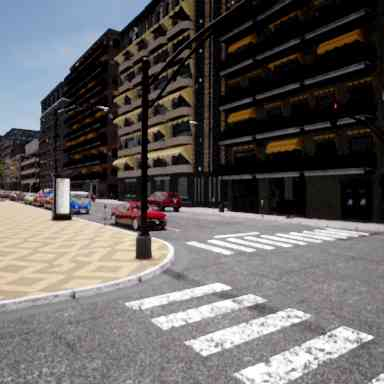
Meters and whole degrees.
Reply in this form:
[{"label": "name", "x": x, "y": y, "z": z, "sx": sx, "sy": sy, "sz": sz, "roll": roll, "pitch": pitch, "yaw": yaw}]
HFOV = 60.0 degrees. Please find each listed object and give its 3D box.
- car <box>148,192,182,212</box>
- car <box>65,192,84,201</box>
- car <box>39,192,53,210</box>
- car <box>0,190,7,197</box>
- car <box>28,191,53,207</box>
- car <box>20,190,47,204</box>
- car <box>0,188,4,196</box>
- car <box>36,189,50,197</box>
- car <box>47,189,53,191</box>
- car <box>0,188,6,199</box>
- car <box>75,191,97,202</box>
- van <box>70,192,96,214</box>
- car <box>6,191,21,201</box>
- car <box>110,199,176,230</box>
[{"label": "car", "x": -2.962, "y": 0.930, "z": 32.702, "sx": 2.192, "sy": 1.841, "sz": 5.009, "roll": 2, "pitch": 0, "yaw": -36}, {"label": "car", "x": -19.654, "y": 0.742, "z": 55.540, "sx": 1.947, "sy": 1.339, "sz": 4.313, "roll": 2, "pitch": 0, "yaw": -36}, {"label": "car", "x": -13.067, "y": 0.994, "z": 32.320, "sx": 1.887, "sy": 1.381, "sz": 4.507, "roll": 2, "pitch": 0, "yaw": -36}, {"label": "car", "x": -39.764, "y": 0.298, "z": 68.860, "sx": 2.008, "sy": 1.369, "sz": 4.403, "roll": 2, "pitch": 0, "yaw": -36}, {"label": "car", "x": -16.404, "y": 0.906, "z": 36.888, "sx": 1.887, "sy": 1.381, "sz": 4.507, "roll": 2, "pitch": 0, "yaw": -36}, {"label": "car", "x": -19.641, "y": 0.802, "z": 41.318, "sx": 1.752, "sy": 1.417, "sz": 4.829, "roll": 2, "pitch": 0, "yaw": -36}, {"label": "car", "x": -43.093, "y": -0.025, "z": 73.428, "sx": 2.192, "sy": 1.841, "sz": 5.009, "roll": 2, "pitch": 0, "yaw": -36}, {"label": "car", "x": -32.999, "y": 0.266, "z": 73.810, "sx": 1.967, "sy": 1.590, "sz": 4.097, "roll": 2, "pitch": 0, "yaw": -36}, {"label": "car", "x": -26.427, "y": 0.523, "z": 64.812, "sx": 1.752, "sy": 1.417, "sz": 4.829, "roll": 2, "pitch": 0, "yaw": -36}, {"label": "car", "x": -33.089, "y": 0.467, "z": 59.725, "sx": 1.887, "sy": 1.381, "sz": 4.507, "roll": 2, "pitch": 0, "yaw": -36}, {"label": "car", "x": -16.313, "y": 0.704, "z": 50.973, "sx": 1.967, "sy": 1.590, "sz": 4.097, "roll": 2, "pitch": 0, "yaw": -36}, {"label": "van", "x": -9.724, "y": 0.878, "z": 27.753, "sx": 1.690, "sy": 1.788, "sz": 3.998, "roll": 2, "pitch": 0, "yaw": -36}, {"label": "car", "x": -26.412, "y": 0.538, "z": 50.590, "sx": 1.967, "sy": 1.590, "sz": 4.097, "roll": 2, "pitch": 0, "yaw": -36}, {"label": "car", "x": -3.057, "y": 1.258, "z": 18.618, "sx": 1.887, "sy": 1.381, "sz": 4.507, "roll": 2, "pitch": 0, "yaw": -36}]
